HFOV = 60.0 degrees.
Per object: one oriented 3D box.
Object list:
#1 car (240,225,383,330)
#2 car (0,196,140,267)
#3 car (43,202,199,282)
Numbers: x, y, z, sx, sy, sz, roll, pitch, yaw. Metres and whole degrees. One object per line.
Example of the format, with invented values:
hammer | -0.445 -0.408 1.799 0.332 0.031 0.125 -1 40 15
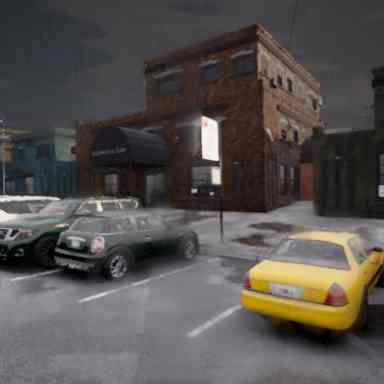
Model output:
car | 2.902 1.472 7.113 1.946 1.575 5.366 0 0 36
car | -3.956 1.193 11.745 2.435 2.045 5.566 0 0 36
car | -1.713 1.330 10.141 2.185 1.767 4.553 0 0 36
